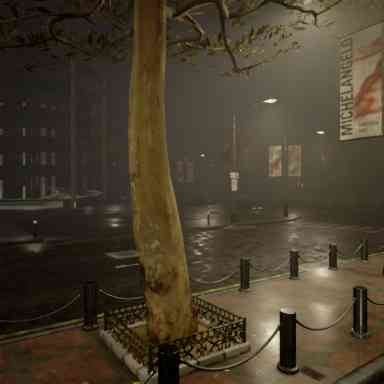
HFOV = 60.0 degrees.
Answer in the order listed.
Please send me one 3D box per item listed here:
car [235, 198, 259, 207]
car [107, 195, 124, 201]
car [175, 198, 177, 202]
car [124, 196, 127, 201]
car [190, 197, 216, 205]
[{"bbox_3d":[8.018,1.564,49.571,1.994,1.385,4.181,0,0,-35],"label":"car"},{"bbox_3d":[-19.016,1.474,77.398,4.674,1.442,1.812,0,0,12],"label":"car"},{"bbox_3d":[-5.086,1.478,65.904,5.008,1.535,1.882,0,0,41],"label":"car"},{"bbox_3d":[-18.057,1.464,80.764,4.674,1.442,1.812,0,0,12],"label":"car"},{"bbox_3d":[1.868,1.547,58.035,2.033,1.411,5.357,0,0,-38],"label":"car"}]
